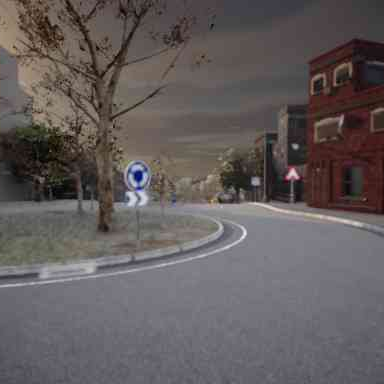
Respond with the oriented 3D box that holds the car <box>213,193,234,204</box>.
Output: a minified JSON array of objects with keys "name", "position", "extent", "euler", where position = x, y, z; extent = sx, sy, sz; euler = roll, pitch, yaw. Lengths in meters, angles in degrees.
[{"name":"car","position":[4.241,0.882,43.210],"extent":[2.128,1.511,4.902],"euler":[0,-5,0]}]

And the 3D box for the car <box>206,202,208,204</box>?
[{"name":"car","position":[4.223,2.340,67.151],"extent":[1.882,1.535,5.008],"euler":[0,-3,0]}]

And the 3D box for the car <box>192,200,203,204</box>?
[{"name":"car","position":[1.013,2.304,66.129],"extent":[1.837,1.490,4.892],"euler":[0,-4,0]}]

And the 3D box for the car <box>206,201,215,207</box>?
[{"name":"car","position":[4.235,2.849,77.629],"extent":[1.812,1.442,4.674],"euler":[0,-3,0]}]

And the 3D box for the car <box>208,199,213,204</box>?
[{"name":"car","position":[4.219,1.653,55.634],"extent":[1.882,1.535,5.008],"euler":[0,-3,1]}]
